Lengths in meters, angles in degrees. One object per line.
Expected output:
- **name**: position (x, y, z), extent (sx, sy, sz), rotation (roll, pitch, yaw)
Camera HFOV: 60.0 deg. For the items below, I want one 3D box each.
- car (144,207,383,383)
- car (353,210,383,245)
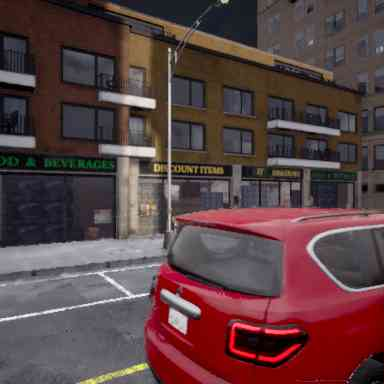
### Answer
- **car**: position (2.143, 1.217, 4.284), extent (5.566, 2.045, 2.150), rotation (1, 0, -32)
- **car**: position (9.732, 1.565, 15.538), extent (4.313, 1.339, 1.947), rotation (0, 0, -32)
